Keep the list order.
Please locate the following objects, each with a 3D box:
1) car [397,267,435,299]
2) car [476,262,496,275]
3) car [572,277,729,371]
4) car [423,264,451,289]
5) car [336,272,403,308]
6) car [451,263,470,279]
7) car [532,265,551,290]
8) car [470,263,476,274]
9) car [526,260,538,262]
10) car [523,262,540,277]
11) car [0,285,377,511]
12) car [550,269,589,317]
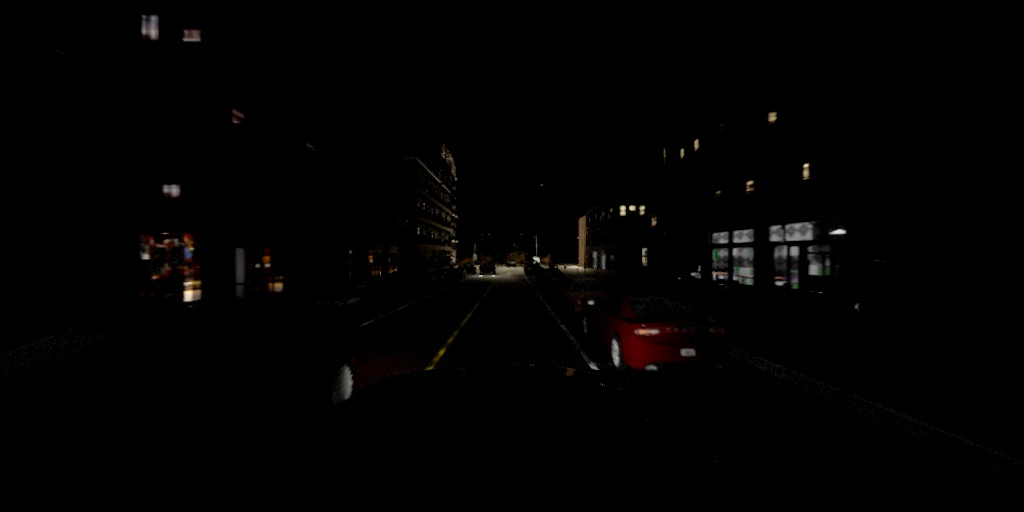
[{"bbox_3d":[-5.703,1.474,19.056,1.948,1.339,4.313,0,0,0],"label":"car"},{"bbox_3d":[-3.098,1.638,46.446,1.882,1.535,5.008,0,-1,0],"label":"car"},{"bbox_3d":[2.686,1.350,7.678,1.888,1.381,4.507,0,0,0],"label":"car"},{"bbox_3d":[-5.707,1.400,24.733,1.967,1.591,4.097,0,0,0],"label":"car"},{"bbox_3d":[-5.699,1.438,13.379,1.802,1.307,4.207,0,0,0],"label":"car"},{"bbox_3d":[-5.716,1.504,36.087,1.967,1.591,4.097,0,0,0],"label":"car"},{"bbox_3d":[2.673,1.527,24.710,1.948,1.339,4.313,0,0,0],"label":"car"},{"bbox_3d":[-5.723,1.609,47.442,1.967,1.591,4.097,0,0,0],"label":"car"},{"bbox_3d":[2.657,1.485,47.419,2.192,1.841,5.009,0,0,0],"label":"car"},{"bbox_3d":[2.661,1.684,41.743,1.948,1.339,4.313,0,0,0],"label":"car"},{"bbox_3d":[-3.100,1.240,3.140,1.882,1.535,5.008,0,-1,0],"label":"car"},{"bbox_3d":[2.682,1.383,13.526,1.751,1.417,4.829,0,0,0],"label":"car"}]
